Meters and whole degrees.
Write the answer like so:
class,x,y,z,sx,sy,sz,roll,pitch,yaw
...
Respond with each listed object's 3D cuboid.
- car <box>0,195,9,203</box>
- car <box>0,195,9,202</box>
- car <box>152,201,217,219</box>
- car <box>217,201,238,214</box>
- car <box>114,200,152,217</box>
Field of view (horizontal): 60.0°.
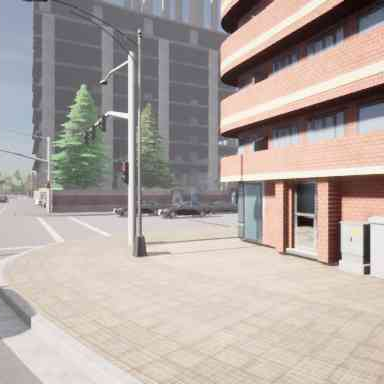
class,x,y,z,sx,sy,sz,roll,pitch,yaw
car,-37.931,1.595,66.052,1.895,1.301,4.718,0,0,-27
car,-42.448,1.500,74.912,1.837,1.490,4.892,0,0,-27
car,-0.641,1.547,29.819,4.902,1.511,2.128,0,0,-27
car,3.022,1.619,35.572,4.181,1.385,1.994,0,0,-27
car,-4.945,1.547,31.578,4.902,1.511,2.128,0,0,-27
